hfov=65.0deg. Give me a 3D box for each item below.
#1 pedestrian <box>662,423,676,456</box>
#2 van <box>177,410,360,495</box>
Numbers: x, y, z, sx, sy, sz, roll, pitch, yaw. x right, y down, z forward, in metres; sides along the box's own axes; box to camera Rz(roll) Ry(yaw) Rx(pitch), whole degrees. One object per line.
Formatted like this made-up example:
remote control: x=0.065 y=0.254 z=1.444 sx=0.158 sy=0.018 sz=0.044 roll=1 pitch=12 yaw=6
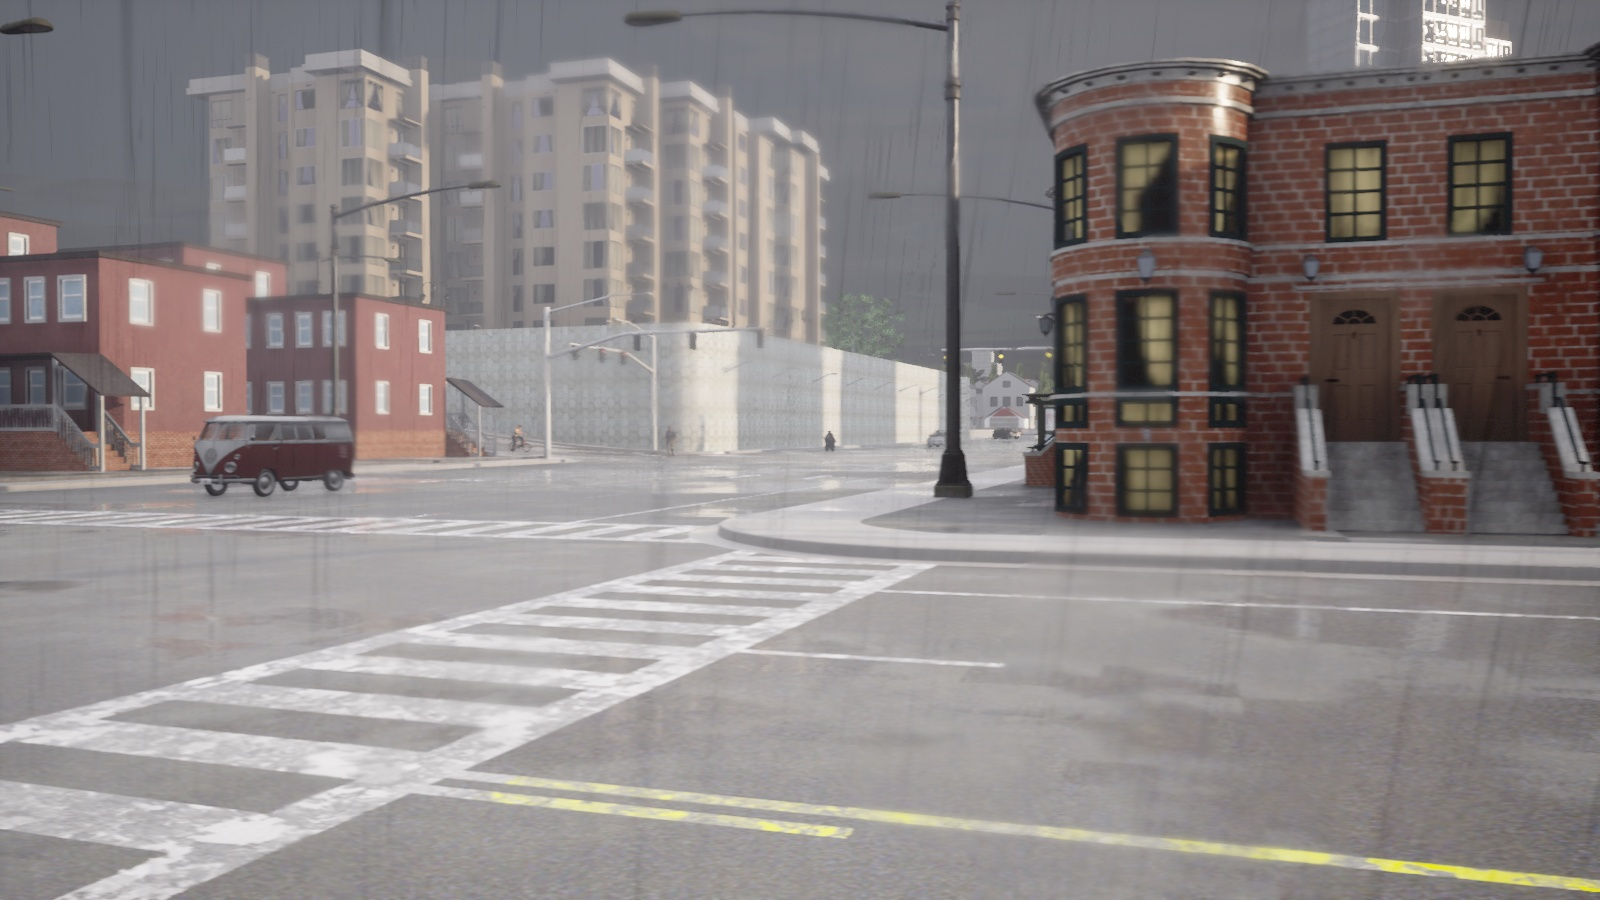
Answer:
pedestrian: x=-7.808 y=-0.631 z=74.941 sx=0.659 sy=1.952 sz=0.873 roll=0 pitch=1 yaw=9
van: x=-13.375 y=0.018 z=31.897 sx=1.775 sy=1.987 sz=4.442 roll=1 pitch=1 yaw=19
